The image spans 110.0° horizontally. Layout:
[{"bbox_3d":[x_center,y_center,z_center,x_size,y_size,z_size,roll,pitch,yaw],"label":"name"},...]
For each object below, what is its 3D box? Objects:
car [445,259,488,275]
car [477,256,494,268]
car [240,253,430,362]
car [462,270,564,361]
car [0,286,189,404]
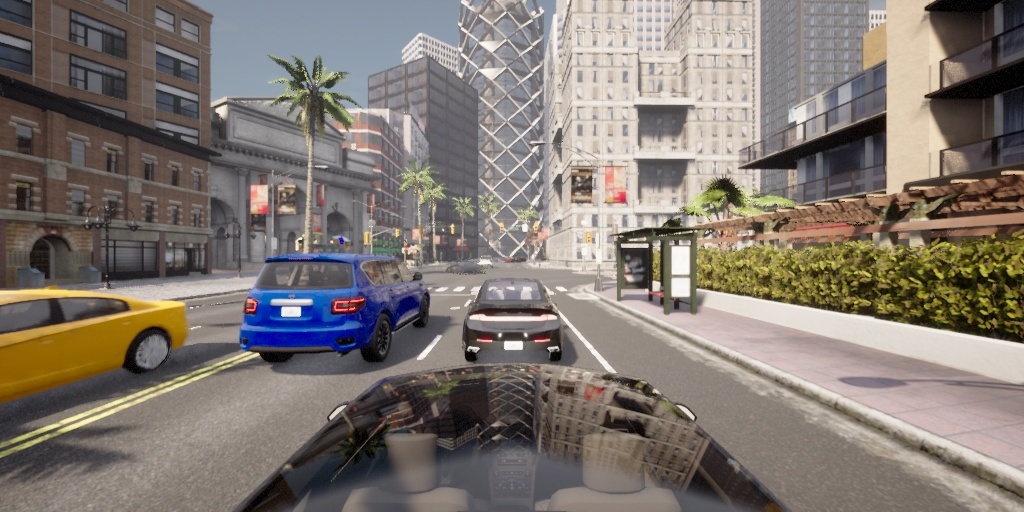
[{"bbox_3d":[-5.205,1.311,39.235,4.181,1.385,1.994,0,0,-42],"label":"car"},{"bbox_3d":[-4.211,0.967,60.182,2.150,2.045,5.566,0,0,-2],"label":"car"},{"bbox_3d":[-3.487,0.971,8.333,2.150,2.045,5.566,0,0,0],"label":"car"},{"bbox_3d":[0.014,1.241,8.246,2.128,1.511,4.902,0,0,0],"label":"car"},{"bbox_3d":[-7.108,1.227,4.727,1.882,1.535,5.008,0,0,-1],"label":"car"}]
